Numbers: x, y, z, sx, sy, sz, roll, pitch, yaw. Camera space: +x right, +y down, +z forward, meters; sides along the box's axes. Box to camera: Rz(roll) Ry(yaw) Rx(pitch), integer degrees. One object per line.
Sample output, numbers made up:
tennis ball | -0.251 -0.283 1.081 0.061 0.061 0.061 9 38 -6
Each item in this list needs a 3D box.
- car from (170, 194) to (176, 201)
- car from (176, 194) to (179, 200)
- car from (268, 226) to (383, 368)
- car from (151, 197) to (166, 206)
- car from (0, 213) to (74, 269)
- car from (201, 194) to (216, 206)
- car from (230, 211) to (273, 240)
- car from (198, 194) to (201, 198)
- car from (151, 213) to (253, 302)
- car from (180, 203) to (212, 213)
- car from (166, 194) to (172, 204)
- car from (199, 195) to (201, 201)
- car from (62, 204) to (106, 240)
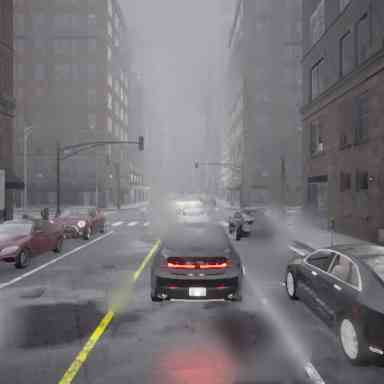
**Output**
car | -5.593 1.613 80.564 1.752 1.417 4.829 0 0 0
car | -5.575 1.443 91.552 2.192 1.841 5.009 0 0 0
car | 2.855 1.550 5.586 2.008 1.369 4.403 0 0 0
car | -5.639 1.610 53.691 1.802 1.307 4.206 0 0 0
car | -5.671 1.580 11.087 1.802 1.307 4.206 0 0 0
car | 2.885 1.468 53.679 1.967 1.590 4.097 0 0 0
car | 2.854 1.564 16.589 1.947 1.339 4.313 0 0 0
car | 2.923 1.512 75.315 1.967 1.590 4.097 0 0 0
car | 0.097 1.504 8.253 1.837 1.490 4.892 0 0 0
car | 0.081 1.524 17.401 1.812 1.442 4.674 0 0 -1
car | -5.620 1.597 64.508 2.008 1.369 4.403 0 0 0
car | 2.905 1.597 64.497 2.008 1.369 4.403 0 0 0
car | -5.671 1.438 16.589 1.967 1.590 4.097 0 0 0
